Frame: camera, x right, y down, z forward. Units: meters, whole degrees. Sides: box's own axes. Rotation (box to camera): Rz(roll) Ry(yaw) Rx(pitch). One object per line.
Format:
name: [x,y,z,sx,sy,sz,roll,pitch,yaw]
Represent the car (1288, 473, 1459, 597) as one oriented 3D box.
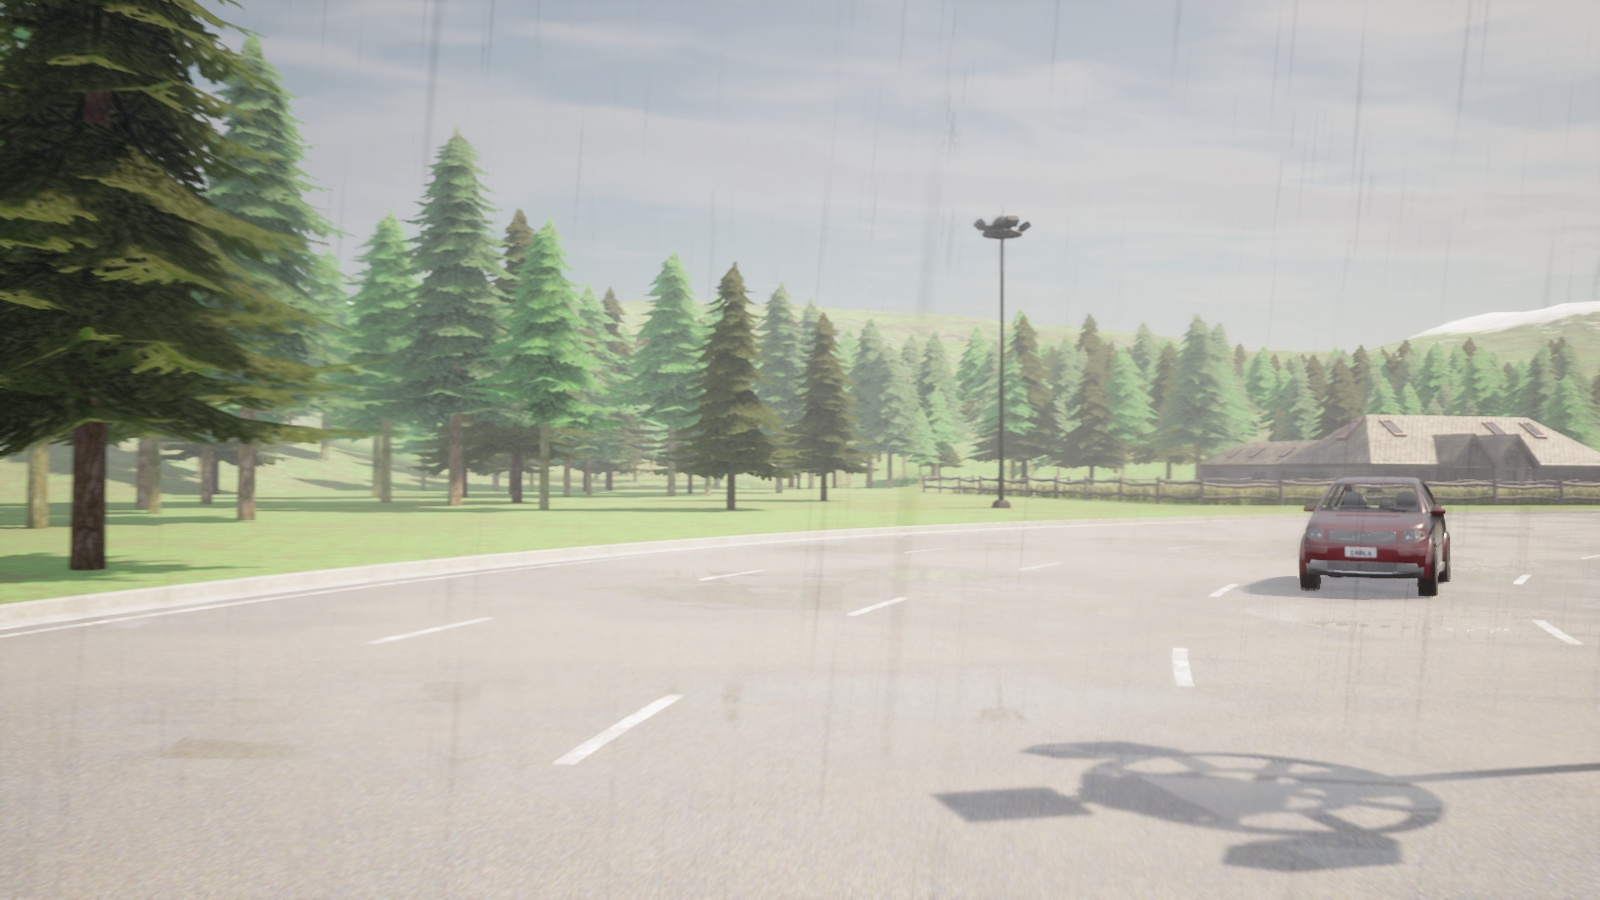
car: [8.168,1.099,17.723,1.789,1.549,3.705,-1,-1,31]
